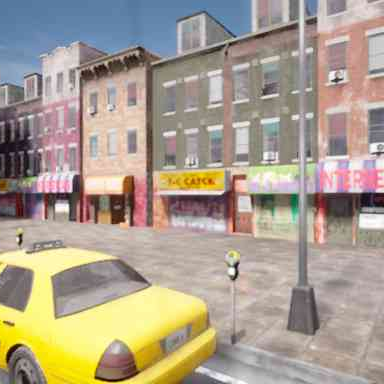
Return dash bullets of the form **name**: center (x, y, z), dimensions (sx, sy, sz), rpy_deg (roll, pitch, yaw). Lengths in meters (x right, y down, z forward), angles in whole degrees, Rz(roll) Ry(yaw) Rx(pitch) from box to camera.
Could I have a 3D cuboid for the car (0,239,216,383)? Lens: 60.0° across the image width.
- **car**: center (-2.271, 1.470, 4.812), dimensions (5.366, 1.575, 1.801), rpy_deg (0, 0, 34)
